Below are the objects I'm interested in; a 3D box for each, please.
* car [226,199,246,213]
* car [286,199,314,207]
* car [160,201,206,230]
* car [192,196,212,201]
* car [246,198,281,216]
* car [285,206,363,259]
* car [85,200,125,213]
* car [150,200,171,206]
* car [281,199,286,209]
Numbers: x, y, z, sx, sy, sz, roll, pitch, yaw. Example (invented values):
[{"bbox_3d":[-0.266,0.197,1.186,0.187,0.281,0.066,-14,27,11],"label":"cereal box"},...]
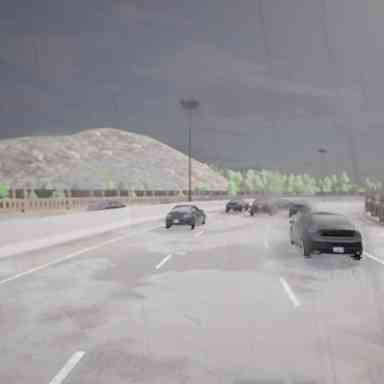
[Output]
[{"bbox_3d":[5.194,1.541,37.070,1.837,1.490,4.892,0,0,24],"label":"car"},{"bbox_3d":[10.288,1.535,31.291,1.837,1.490,4.892,0,0,22],"label":"car"},{"bbox_3d":[-0.335,1.548,21.526,1.812,1.442,4.674,0,0,14],"label":"car"},{"bbox_3d":[1.790,1.551,59.774,2.128,1.511,4.902,0,0,35],"label":"car"},{"bbox_3d":[7.090,1.384,32.601,2.097,1.767,4.553,0,0,22],"label":"car"},{"bbox_3d":[4.933,1.520,12.714,1.837,1.490,4.892,0,0,9],"label":"car"},{"bbox_3d":[-8.295,1.536,32.052,1.837,1.490,4.892,0,0,19],"label":"car"},{"bbox_3d":[-3.143,1.599,35.873,1.994,1.385,4.181,0,0,22],"label":"car"},{"bbox_3d":[11.499,1.589,42.012,2.033,1.411,5.357,0,0,30],"label":"car"}]
